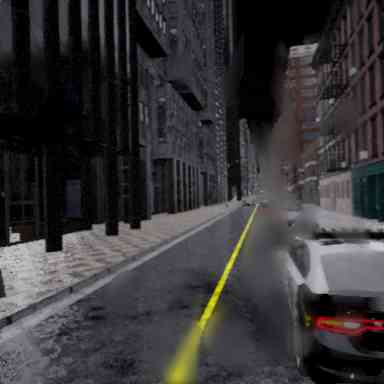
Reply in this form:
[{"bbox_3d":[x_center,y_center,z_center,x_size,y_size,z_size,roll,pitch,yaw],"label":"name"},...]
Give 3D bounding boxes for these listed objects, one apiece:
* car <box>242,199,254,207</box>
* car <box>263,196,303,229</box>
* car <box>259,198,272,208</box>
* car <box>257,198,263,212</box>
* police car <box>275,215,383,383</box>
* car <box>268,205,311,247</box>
[{"bbox_3d":[10.082,1.988,59.834,1.994,1.385,4.181,-2,-1,12],"label":"car"},{"bbox_3d":[5.841,1.311,21.080,2.150,2.045,5.566,-2,-1,12],"label":"car"},{"bbox_3d":[12.396,1.810,56.299,2.128,1.511,4.902,-2,-1,12],"label":"car"},{"bbox_3d":[9.514,1.745,42.637,1.837,1.490,4.892,-2,0,12],"label":"car"},{"bbox_3d":[2.544,1.420,5.503,1.930,1.638,5.238,-2,-1,12],"label":"police car"},{"bbox_3d":[4.597,1.556,15.177,1.837,1.490,4.892,-2,-1,12],"label":"car"}]
